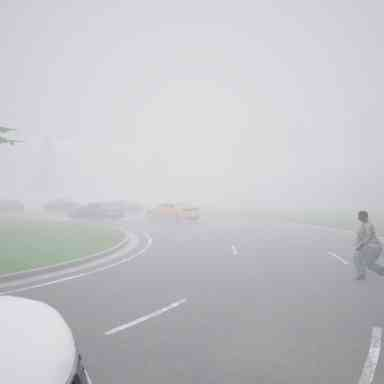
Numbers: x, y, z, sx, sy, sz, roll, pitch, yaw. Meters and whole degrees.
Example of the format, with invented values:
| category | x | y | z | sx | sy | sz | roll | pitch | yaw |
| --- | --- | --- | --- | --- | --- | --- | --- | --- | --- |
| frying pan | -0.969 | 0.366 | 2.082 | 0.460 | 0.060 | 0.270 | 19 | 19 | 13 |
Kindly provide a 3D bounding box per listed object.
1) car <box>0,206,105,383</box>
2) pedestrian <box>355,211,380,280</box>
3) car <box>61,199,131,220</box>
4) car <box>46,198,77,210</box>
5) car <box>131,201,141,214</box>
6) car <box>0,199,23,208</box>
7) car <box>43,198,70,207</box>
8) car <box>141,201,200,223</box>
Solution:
| category | x | y | z | sx | sy | sz | roll | pitch | yaw |
| --- | --- | --- | --- | --- | --- | --- | --- | --- | --- |
| car | -3.208 | 1.222 | 1.255 | 5.566 | 2.045 | 2.150 | 0 | 1 | -29 |
| pedestrian | 4.330 | 1.294 | 8.202 | 0.375 | 1.860 | 0.375 | 0 | 0 | 19 |
| car | -7.706 | 1.547 | 26.524 | 5.357 | 1.411 | 2.033 | 0 | 0 | 34 |
| car | -16.876 | 1.505 | 42.954 | 4.892 | 1.490 | 1.837 | 0 | 0 | 43 |
| car | -7.524 | 1.548 | 34.931 | 5.357 | 1.411 | 2.033 | 0 | 0 | 38 |
| car | -20.193 | 1.491 | 36.518 | 4.902 | 1.511 | 2.128 | 0 | 0 | 43 |
| car | -14.196 | 1.478 | 35.888 | 5.008 | 1.535 | 1.882 | 0 | 0 | 40 |
| car | -1.560 | 1.478 | 25.776 | 1.882 | 1.535 | 5.008 | 1 | -1 | -43 |
